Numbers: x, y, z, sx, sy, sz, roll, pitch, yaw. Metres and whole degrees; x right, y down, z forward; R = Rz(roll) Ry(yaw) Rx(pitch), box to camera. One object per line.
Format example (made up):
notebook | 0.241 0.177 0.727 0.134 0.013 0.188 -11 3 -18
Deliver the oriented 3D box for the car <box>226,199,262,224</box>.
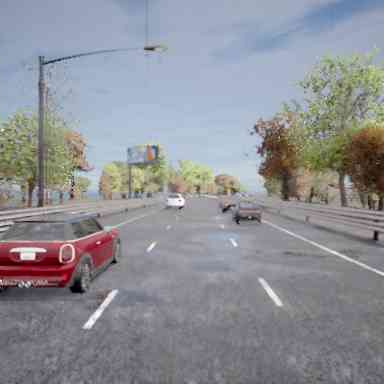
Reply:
car | 3.976 1.518 24.864 2.128 1.511 4.902 0 0 2

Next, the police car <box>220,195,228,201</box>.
police car | 8.837 1.593 91.872 1.930 1.638 5.238 0 0 7

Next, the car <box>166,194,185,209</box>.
car | -2.194 1.257 45.307 2.150 2.045 5.566 0 0 3

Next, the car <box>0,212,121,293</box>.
car | -3.359 1.344 8.980 2.097 1.767 4.553 0 0 1

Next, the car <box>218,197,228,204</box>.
car | 6.582 1.669 70.123 1.994 1.385 4.181 0 0 5

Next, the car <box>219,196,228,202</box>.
car | 7.630 1.638 80.981 2.163 1.488 4.792 0 0 6

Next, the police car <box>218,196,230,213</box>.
police car | 4.357 1.550 37.569 2.038 1.542 4.974 0 0 3
